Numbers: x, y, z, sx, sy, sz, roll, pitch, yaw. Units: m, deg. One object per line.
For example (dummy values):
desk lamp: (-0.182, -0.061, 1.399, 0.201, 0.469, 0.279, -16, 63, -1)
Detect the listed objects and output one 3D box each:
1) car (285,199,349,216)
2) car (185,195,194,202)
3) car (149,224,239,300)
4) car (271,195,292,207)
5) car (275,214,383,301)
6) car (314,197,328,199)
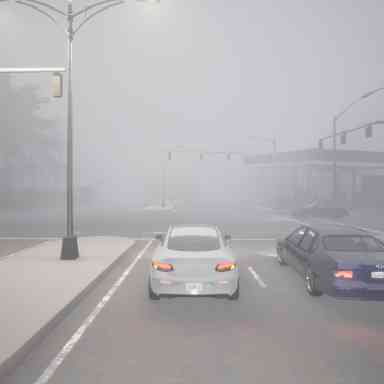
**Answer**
car: (10.554, 1.513, 27.620, 4.674, 1.442, 1.812, 0, 0, -1)
car: (-0.456, 1.428, 72.835, 1.812, 1.442, 4.674, 0, 0, 0)
car: (0.036, 1.516, 8.218, 1.812, 1.442, 4.674, 0, 0, 0)
car: (12.911, 1.261, 47.843, 2.242, 1.667, 4.611, 0, 0, 0)
car: (3.515, 1.545, 8.524, 2.033, 1.411, 5.357, 0, 0, 3)
car: (18.651, 1.433, 48.642, 1.970, 1.475, 3.806, 0, 0, 0)
